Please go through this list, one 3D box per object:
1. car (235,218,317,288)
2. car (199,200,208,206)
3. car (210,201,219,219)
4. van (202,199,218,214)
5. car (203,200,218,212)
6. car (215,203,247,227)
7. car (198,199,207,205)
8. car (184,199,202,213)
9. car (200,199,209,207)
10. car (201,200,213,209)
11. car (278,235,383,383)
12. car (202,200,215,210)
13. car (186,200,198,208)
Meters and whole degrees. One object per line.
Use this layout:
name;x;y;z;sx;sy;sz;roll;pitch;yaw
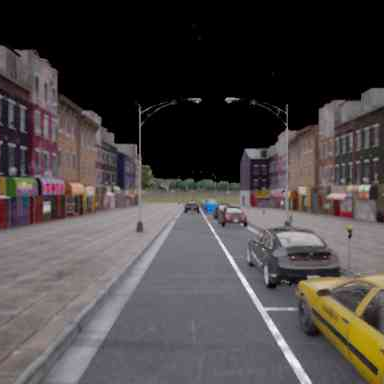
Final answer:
car;2.616;1.654;9.403;2.008;1.369;4.403;-1;-1;0
car;2.585;2.412;75.789;1.802;1.307;4.206;-1;-1;0
car;3.007;1.875;32.140;1.812;1.442;4.674;0;-1;0
van;2.596;1.805;42.598;1.690;1.788;3.998;-1;-1;0
car;2.595;1.965;48.130;1.967;1.590;4.097;-1;-1;0
car;3.011;1.799;25.139;1.812;1.442;4.674;0;-1;0
car;2.582;2.443;81.321;2.008;1.369;4.403;-1;-1;0
car;0.012;1.988;44.084;1.837;1.490;4.892;0;-1;1
car;2.586;2.296;70.427;1.752;1.417;4.829;-1;-1;0
car;2.593;2.212;59.192;1.947;1.339;4.313;-1;-1;0
car;2.618;1.571;4.041;1.752;1.417;4.829;-1;-1;0
car;2.594;2.113;53.831;1.752;1.417;4.829;-1;-1;0
car;-0.005;2.148;60.347;2.128;1.511;4.902;0;-1;0
